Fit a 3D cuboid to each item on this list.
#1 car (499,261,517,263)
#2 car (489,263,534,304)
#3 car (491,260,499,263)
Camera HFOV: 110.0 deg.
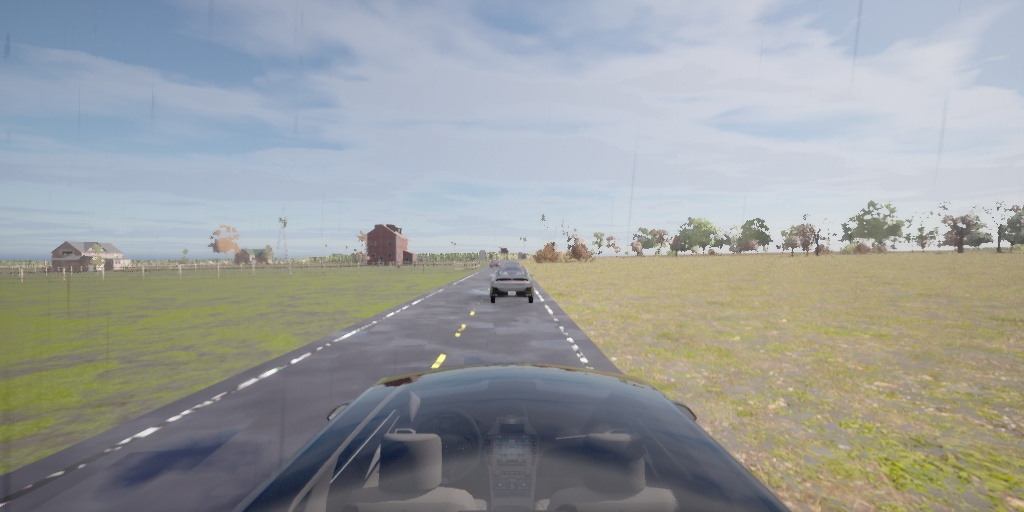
[{"bbox_3d":[0.000,1.273,31.476,1.837,1.490,4.892,0,0,0],"label":"car"},{"bbox_3d":[0.000,1.247,16.476,2.128,1.511,4.902,0,0,0],"label":"car"},{"bbox_3d":[-2.750,1.374,61.381,1.994,1.385,4.181,0,0,0],"label":"car"}]
